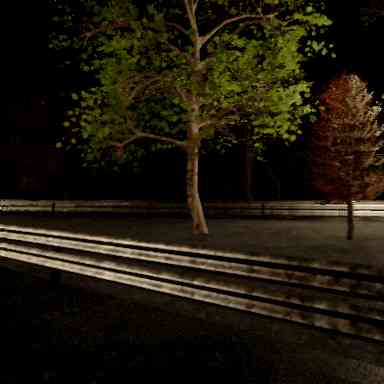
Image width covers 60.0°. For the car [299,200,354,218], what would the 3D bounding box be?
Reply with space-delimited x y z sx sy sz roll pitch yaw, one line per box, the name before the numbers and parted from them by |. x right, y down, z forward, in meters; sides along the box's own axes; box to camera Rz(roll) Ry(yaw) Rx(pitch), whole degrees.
car | 12.712 1.515 31.494 4.856 1.649 2.033 0 0 12
